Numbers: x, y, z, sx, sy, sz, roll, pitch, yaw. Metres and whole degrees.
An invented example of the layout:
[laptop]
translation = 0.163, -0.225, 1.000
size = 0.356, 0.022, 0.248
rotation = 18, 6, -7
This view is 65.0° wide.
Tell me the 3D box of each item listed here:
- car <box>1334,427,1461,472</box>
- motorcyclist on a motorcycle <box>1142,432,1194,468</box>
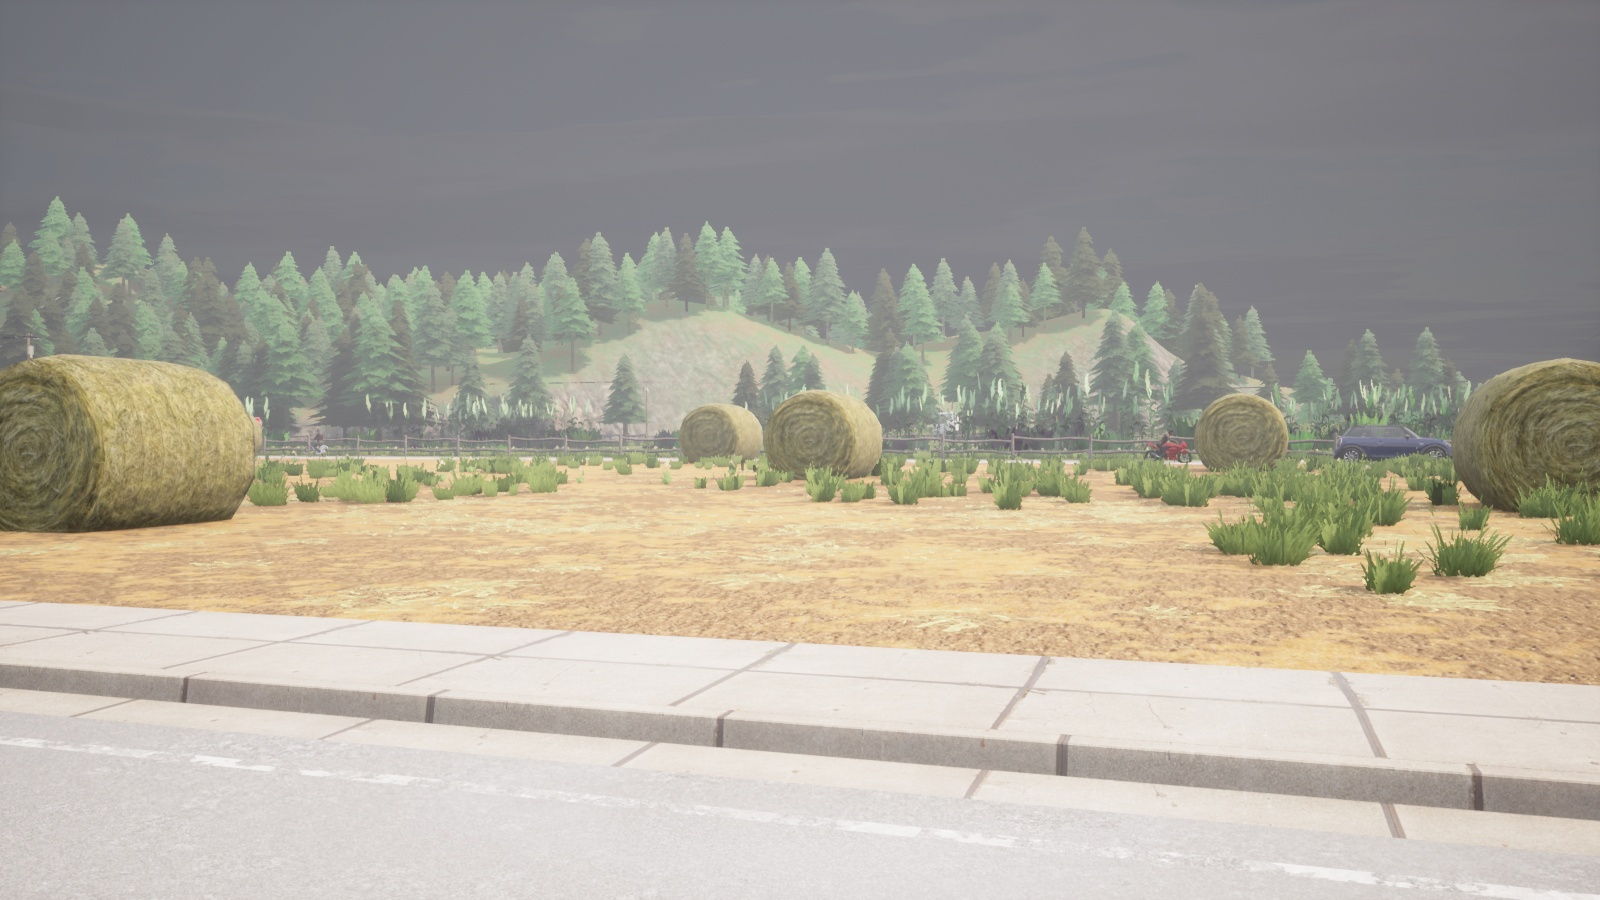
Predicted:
[car]
translation = 24.135, -0.048, 50.938
size = 4.553, 1.767, 2.097
rotation = 1, 1, 23
[motorcyclist on a motorcycle]
translation = 15.920, -0.010, 54.335
size = 2.044, 1.523, 0.797
rotation = 1, 1, 22
